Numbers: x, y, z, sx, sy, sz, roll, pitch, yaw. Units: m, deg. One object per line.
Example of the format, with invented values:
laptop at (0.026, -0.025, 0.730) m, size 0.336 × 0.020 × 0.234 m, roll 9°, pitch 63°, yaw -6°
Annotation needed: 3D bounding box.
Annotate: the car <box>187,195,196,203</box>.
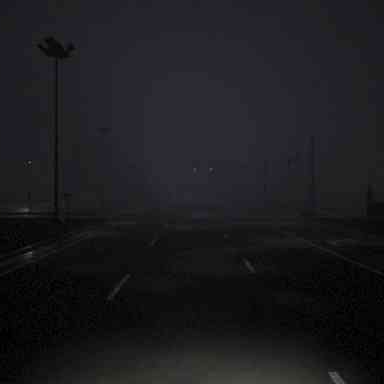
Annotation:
car at (0.010, 1.701, 76.026) m, size 1.812 × 1.442 × 4.674 m, roll 0°, pitch 0°, yaw 0°
